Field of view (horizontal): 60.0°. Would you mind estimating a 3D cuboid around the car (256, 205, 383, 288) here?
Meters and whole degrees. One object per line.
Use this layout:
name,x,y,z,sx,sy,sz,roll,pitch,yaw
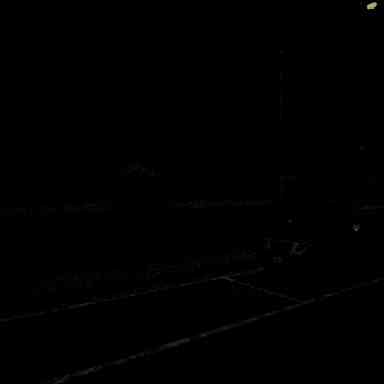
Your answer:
car,4.104,1.313,9.466,5.009,1.841,2.192,0,0,-36
